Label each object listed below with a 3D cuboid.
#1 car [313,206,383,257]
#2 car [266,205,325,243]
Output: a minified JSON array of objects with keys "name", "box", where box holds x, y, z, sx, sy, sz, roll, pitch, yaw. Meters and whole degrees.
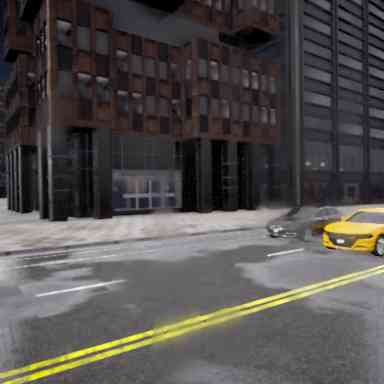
[{"name":"car","box":[7.052,1.371,12.698,5.008,1.535,1.882,-1,0,-35]},{"name":"car","box":[5.557,1.394,15.623,4.892,1.490,1.837,-1,0,-35]}]
